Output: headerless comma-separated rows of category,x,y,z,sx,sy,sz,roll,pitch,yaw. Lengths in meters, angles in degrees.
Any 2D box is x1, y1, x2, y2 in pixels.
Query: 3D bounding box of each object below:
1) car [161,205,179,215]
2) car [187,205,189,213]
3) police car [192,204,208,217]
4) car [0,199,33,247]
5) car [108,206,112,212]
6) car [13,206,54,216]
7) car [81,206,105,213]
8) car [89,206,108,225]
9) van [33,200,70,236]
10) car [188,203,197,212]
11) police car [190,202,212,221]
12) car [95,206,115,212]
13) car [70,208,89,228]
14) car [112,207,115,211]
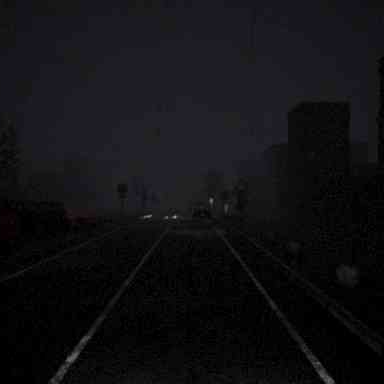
car,-3.247,2.926,51.628,1.994,1.385,4.181,0,-3,0
car,0.144,3.542,69.752,1.837,1.490,4.892,0,-2,0
police car,1.026,2.458,44.149,1.930,1.638,5.238,0,-3,0
car,-9.518,1.263,12.635,5.566,2.045,2.435,0,-1,0
car,-21.779,3.913,76.901,4.892,1.521,2.231,0,-3,0
car,-21.879,2.605,46.147,4.674,1.452,2.002,0,-3,0
car,-21.796,3.808,73.626,4.674,1.452,2.002,0,-3,0
car,-9.364,1.777,24.774,5.366,1.575,1.946,0,-2,0
van,-9.640,1.408,18.825,4.442,1.987,1.878,0,-1,0
car,0.201,3.921,84.795,2.150,2.045,5.566,0,-2,0
police car,0.999,2.034,34.146,1.930,1.638,5.238,0,-2,0
car,-21.753,4.233,83.315,4.674,1.452,2.002,0,-3,0
car,-9.568,1.577,21.860,4.553,1.767,2.185,0,-2,0
car,-21.775,4.055,80.171,5.008,1.535,2.097,0,-3,0
